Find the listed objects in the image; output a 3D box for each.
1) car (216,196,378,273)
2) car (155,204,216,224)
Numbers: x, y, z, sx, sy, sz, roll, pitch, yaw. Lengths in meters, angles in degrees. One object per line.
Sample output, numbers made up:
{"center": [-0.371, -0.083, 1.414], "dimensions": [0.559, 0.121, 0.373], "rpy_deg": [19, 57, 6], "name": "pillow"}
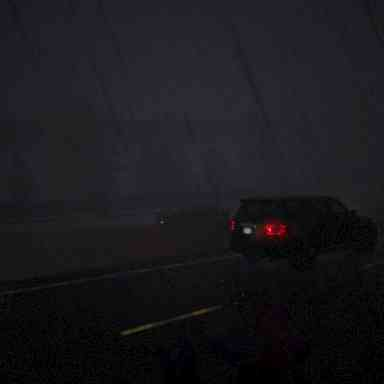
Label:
{"center": [3.704, 1.127, 10.690], "dimensions": [5.566, 2.045, 2.150], "rpy_deg": [-1, 0, -36], "name": "car"}
{"center": [0.016, 1.440, 21.126], "dimensions": [4.718, 1.301, 1.895], "rpy_deg": [-2, 1, -35], "name": "car"}
